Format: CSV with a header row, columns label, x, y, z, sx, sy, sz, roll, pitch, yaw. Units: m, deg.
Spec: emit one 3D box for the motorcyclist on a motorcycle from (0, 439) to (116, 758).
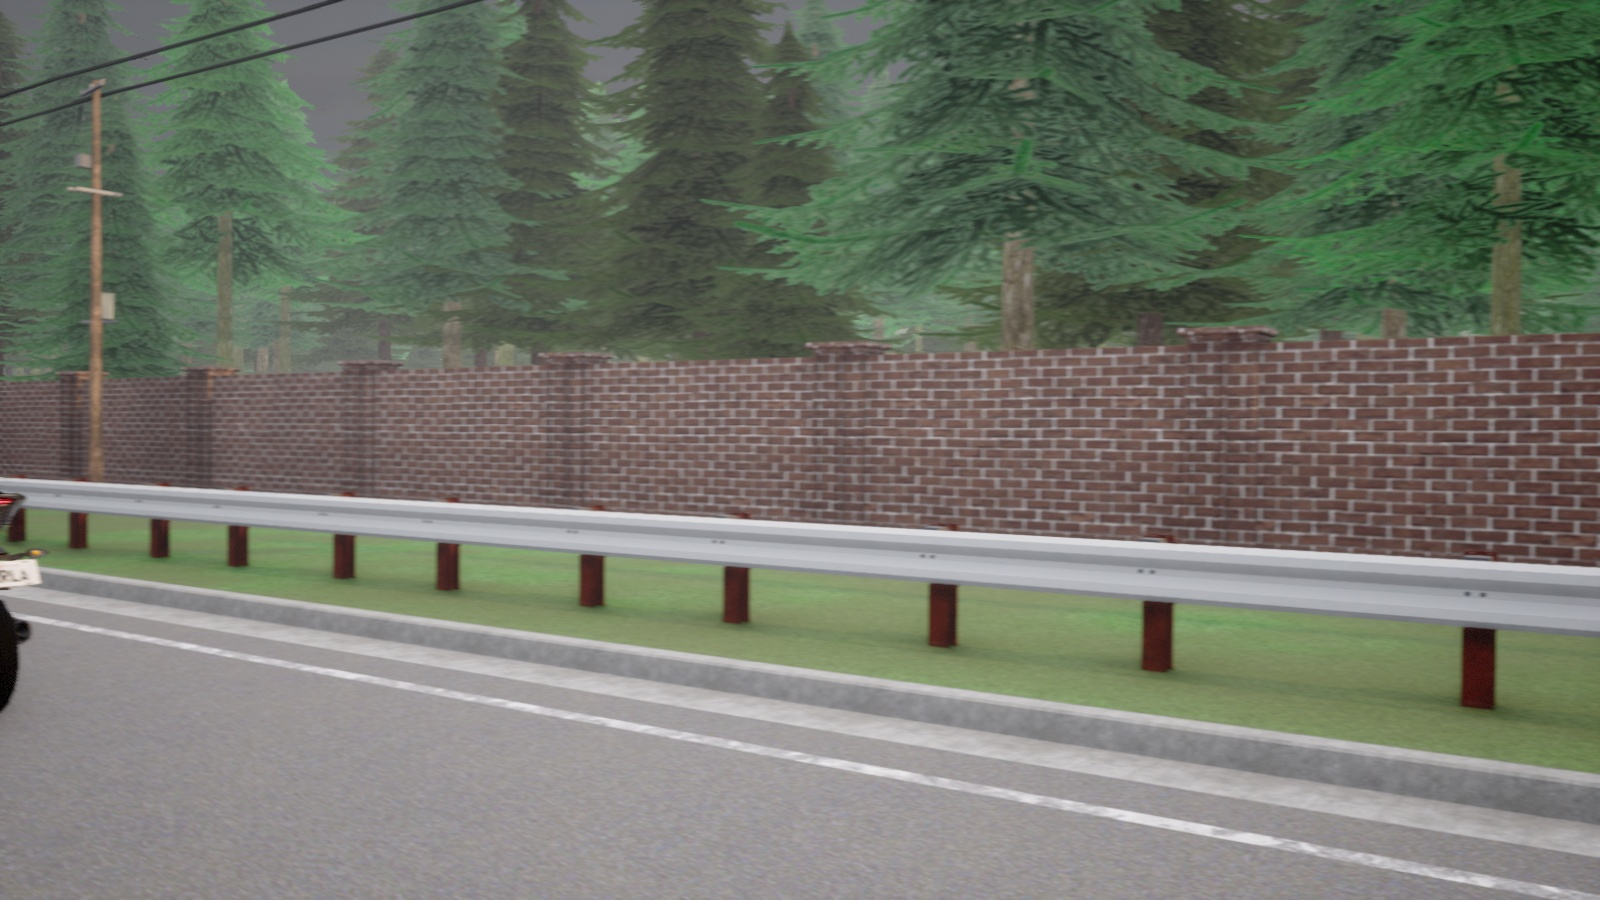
label,x,y,z,sx,sy,sz,roll,pitch,yaw
motorcyclist on a motorcycle,-4.710,0.717,6.753,2.191,1.530,0.866,0,1,34
